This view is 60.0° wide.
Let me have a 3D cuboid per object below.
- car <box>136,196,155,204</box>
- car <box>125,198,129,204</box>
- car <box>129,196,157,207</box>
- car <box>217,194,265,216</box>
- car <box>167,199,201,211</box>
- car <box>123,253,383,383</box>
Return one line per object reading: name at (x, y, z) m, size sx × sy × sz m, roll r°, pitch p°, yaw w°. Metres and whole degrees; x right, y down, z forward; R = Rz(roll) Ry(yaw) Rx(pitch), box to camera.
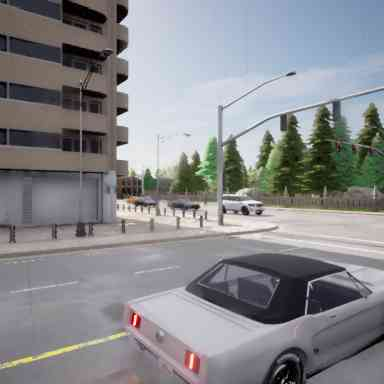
car at (-9.304, 1.581, 66.393) m, size 1.812 × 1.442 × 4.674 m, roll 0°, pitch 0°, yaw -36°
car at (-10.853, 1.533, 62.528) m, size 1.882 × 1.535 × 5.008 m, roll 0°, pitch 0°, yaw -36°
car at (-7.268, 1.603, 51.256) m, size 2.033 × 1.411 × 5.357 m, roll 0°, pitch 0°, yaw -36°
car at (4.931, 1.278, 34.273) m, size 2.150 × 2.045 × 5.566 m, roll 0°, pitch 0°, yaw -36°
car at (-1.136, 1.603, 42.699) m, size 2.033 × 1.411 × 5.357 m, roll 0°, pitch 0°, yaw -36°
car at (1.537, 1.601, 4.875) m, size 4.718 × 1.301 × 1.895 m, roll 0°, pitch 0°, yaw -35°
